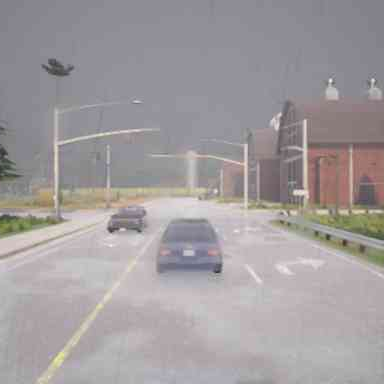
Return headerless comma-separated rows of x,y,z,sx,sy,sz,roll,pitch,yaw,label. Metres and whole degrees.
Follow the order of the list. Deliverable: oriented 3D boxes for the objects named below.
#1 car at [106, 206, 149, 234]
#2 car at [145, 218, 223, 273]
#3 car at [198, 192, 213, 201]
-3.602,1.522,19.654,2.033,1.411,5.357,0,0,-2,car
-0.072,1.539,10.651,2.033,1.411,5.357,0,0,0,car
3.319,1.079,80.629,1.905,1.878,3.866,-8,4,-43,car
